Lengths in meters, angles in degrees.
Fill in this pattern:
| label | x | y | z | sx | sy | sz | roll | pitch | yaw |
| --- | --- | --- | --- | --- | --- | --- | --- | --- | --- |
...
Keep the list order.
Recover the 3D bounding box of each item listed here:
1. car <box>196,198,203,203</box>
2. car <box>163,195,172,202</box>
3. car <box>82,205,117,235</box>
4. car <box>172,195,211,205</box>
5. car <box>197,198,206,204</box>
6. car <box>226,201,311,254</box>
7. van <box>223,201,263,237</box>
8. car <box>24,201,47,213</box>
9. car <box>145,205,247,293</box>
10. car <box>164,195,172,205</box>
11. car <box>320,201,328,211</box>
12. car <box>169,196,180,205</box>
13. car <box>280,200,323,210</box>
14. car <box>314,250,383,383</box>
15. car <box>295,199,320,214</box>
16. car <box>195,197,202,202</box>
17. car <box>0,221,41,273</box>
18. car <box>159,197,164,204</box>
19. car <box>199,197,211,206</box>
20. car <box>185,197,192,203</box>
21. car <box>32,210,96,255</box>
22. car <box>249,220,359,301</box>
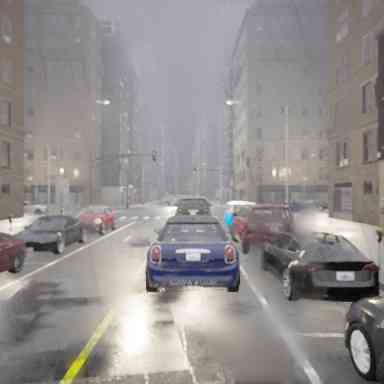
| label | x | y | z | sx | sy | sz | roll | pitch | yaw |
| --- | --- | --- | --- | --- | --- | --- | --- | --- | --- |
| car | 1.930 | 2.104 | 85.799 | 1.802 | 1.307 | 4.206 | 0 | 0 | -1 |
| car | -6.728 | 1.884 | 91.265 | 2.192 | 1.841 | 5.009 | 0 | 0 | -1 |
| car | -5.699 | 1.545 | 19.282 | 1.967 | 1.590 | 4.097 | 0 | 0 | 0 |
| car | 0.064 | 1.341 | 21.748 | 2.150 | 2.045 | 5.566 | 0 | 0 | 0 |
| car | 2.198 | 2.025 | 74.496 | 1.802 | 1.307 | 4.206 | 0 | 0 | -1 |
| car | 2.837 | 1.391 | 13.779 | 2.192 | 1.841 | 5.009 | 0 | 0 | 0 |
| van | 2.827 | 1.447 | 19.302 | 1.690 | 1.788 | 3.998 | 0 | 0 | 0 |
| car | -17.826 | 1.734 | 35.947 | 4.674 | 1.442 | 1.812 | 0 | 0 | -2 |
| car | 0.008 | 1.402 | 9.130 | 2.097 | 1.767 | 4.553 | 0 | 0 | 0 |
| car | -3.360 | 1.835 | 59.138 | 2.128 | 1.511 | 4.902 | 0 | 0 | -1 |
| car | 14.968 | 1.714 | 42.879 | 4.902 | 1.511 | 2.128 | 0 | 0 | 0 |
| car | -3.527 | 1.759 | 68.773 | 2.097 | 1.767 | 4.553 | 0 | 0 | -1 |
| car | 15.106 | 1.791 | 46.130 | 5.357 | 1.411 | 2.033 | 0 | 0 | 0 |
| car | 2.856 | 1.566 | 2.730 | 2.008 | 1.369 | 4.403 | 0 | 0 | 0 |
| car | 10.970 | 1.706 | 36.278 | 4.674 | 1.442 | 1.812 | 0 | -1 | -1 |
| car | 1.795 | 2.115 | 91.451 | 1.887 | 1.381 | 4.507 | 0 | -1 | -1 |
| car | -5.680 | 1.627 | 8.231 | 1.802 | 1.307 | 4.206 | 0 | 0 | 0 |
| car | -6.325 | 1.882 | 74.304 | 1.967 | 1.590 | 4.097 | 0 | 0 | -1 |
| car | 2.466 | 1.810 | 63.190 | 1.967 | 1.590 | 4.097 | 0 | 0 | -1 |
| car | -0.990 | 2.095 | 88.428 | 1.994 | 1.385 | 4.181 | 0 | -1 | -1 |
| car | -5.690 | 1.641 | 13.756 | 1.947 | 1.339 | 4.313 | 0 | 0 | 0 |
| car | 2.846 | 1.611 | 8.254 | 1.947 | 1.339 | 4.313 | 0 | 0 | 0 |
